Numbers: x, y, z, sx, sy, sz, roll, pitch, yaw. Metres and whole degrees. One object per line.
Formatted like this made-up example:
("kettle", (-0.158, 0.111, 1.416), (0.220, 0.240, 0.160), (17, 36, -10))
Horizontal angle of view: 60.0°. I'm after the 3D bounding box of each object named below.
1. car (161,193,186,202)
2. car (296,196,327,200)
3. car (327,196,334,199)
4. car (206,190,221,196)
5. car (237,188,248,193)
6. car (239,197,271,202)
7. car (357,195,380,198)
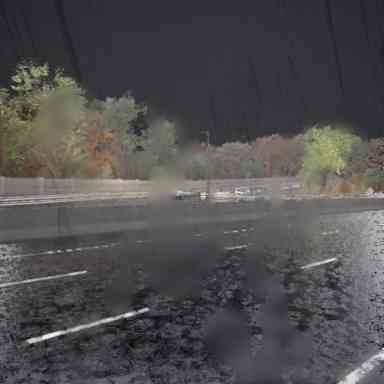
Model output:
("car", (-2.780, 0.739, 50.019), (1.895, 1.301, 4.718), (0, 1, 27))
("car", (13.185, 1.306, 38.792), (4.902, 1.511, 2.128), (0, 0, -40))
("car", (21.559, 1.305, 54.967), (5.357, 1.411, 2.033), (0, 0, -40))
("car", (4.339, 0.352, 64.313), (2.128, 1.511, 4.902), (0, 2, 27))
("car", (11.781, -0.188, 77.948), (1.837, 1.490, 4.892), (0, 2, 29))
("car", (8.282, 1.314, 43.814), (5.357, 1.411, 2.033), (0, 0, -40))
("car", (27.628, 1.331, 50.921), (4.674, 1.442, 1.812), (0, 0, -40))
